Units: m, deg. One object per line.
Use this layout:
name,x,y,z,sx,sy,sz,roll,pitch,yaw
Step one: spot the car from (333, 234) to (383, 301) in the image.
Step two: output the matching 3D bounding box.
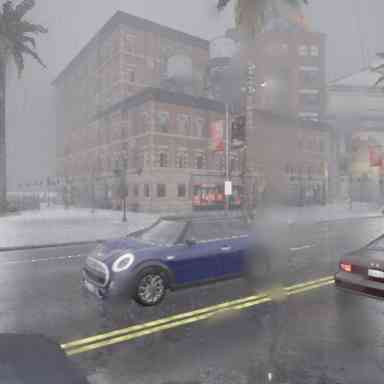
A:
car,5.434,1.547,7.572,5.357,1.411,2.033,0,0,-35

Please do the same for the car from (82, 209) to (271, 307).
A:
car,-0.235,1.352,8.098,4.553,1.767,2.097,0,0,-35

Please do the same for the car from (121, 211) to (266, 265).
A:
car,0.203,1.547,12.693,5.357,1.411,2.033,0,0,-35

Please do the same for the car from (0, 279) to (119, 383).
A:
car,-3.134,1.547,1.445,5.357,1.411,2.033,0,0,-37
